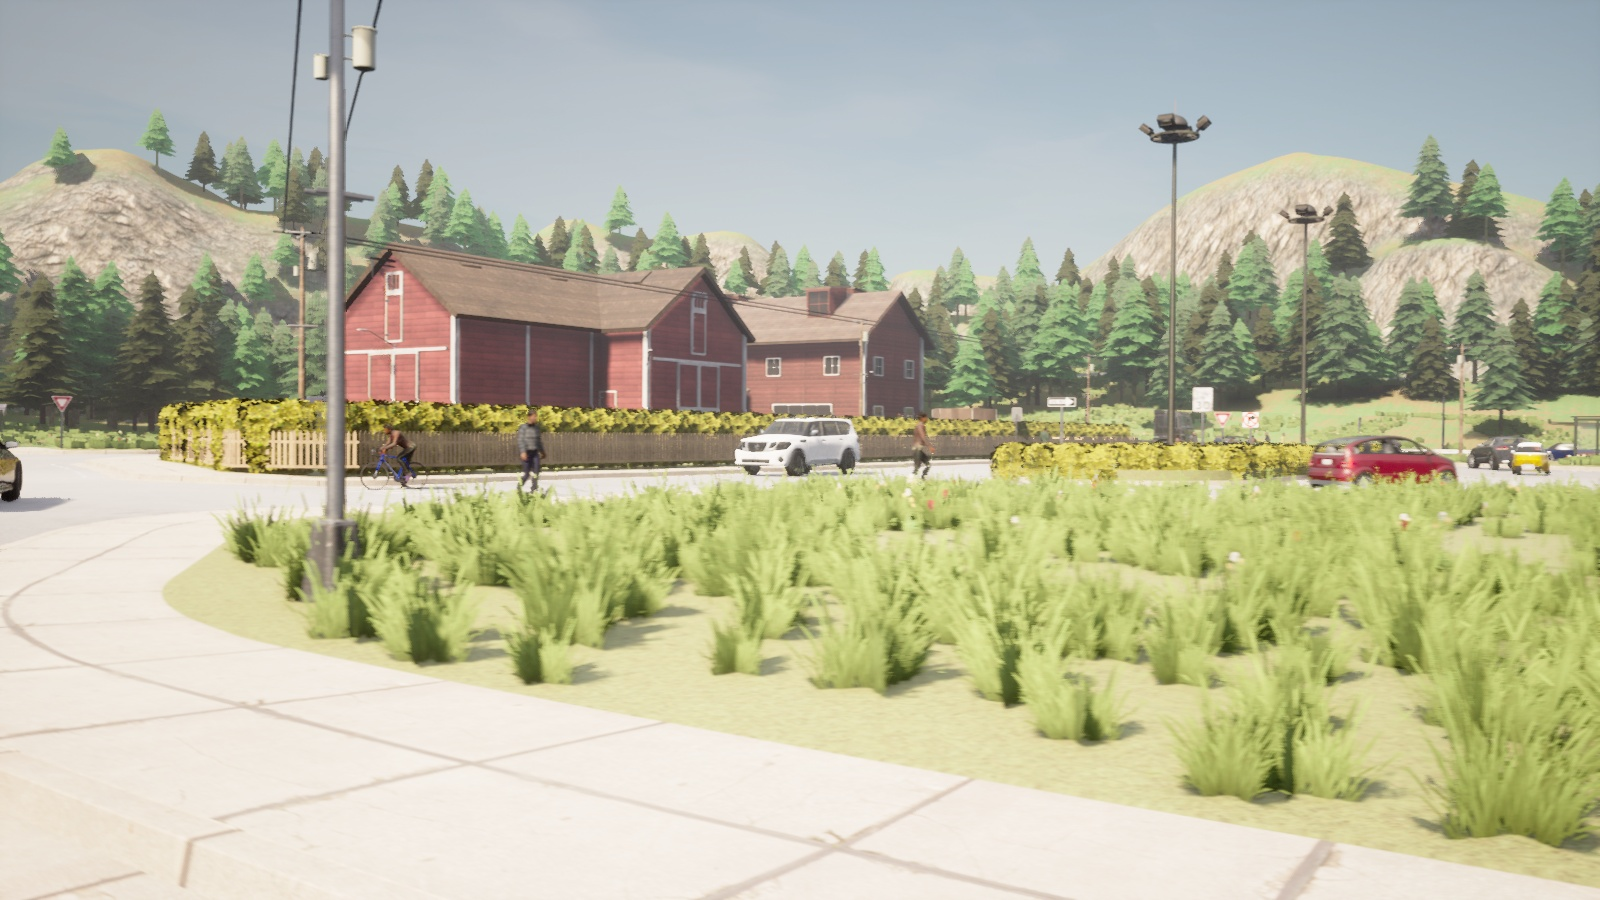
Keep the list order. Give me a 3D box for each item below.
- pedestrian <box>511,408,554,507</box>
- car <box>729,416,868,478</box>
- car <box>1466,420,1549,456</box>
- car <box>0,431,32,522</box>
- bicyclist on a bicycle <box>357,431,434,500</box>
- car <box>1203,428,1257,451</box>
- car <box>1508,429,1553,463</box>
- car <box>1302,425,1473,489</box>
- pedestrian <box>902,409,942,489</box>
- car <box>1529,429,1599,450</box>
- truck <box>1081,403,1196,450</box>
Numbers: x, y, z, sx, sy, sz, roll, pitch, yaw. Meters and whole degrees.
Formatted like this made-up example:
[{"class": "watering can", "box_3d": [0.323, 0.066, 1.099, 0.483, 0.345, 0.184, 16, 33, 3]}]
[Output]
[{"class": "pedestrian", "box_3d": [-5.356, 0.152, 25.133, 0.788, 1.949, 0.423, 0, 1, 41]}, {"class": "car", "box_3d": [0.045, -0.144, 44.057, 2.150, 2.045, 5.566, 0, 1, 34]}, {"class": "car", "box_3d": [34.037, -0.612, 60.563, 2.152, 1.651, 5.027, 0, 1, 13]}, {"class": "car", "box_3d": [-14.769, 0.439, 21.654, 2.007, 1.525, 4.514, -1, 1, -24]}, {"class": "bicyclist on a bicycle", "box_3d": [-9.826, 0.359, 30.533, 1.656, 1.620, 0.582, -1, 1, -35]}, {"class": "car", "box_3d": [30.430, -0.761, 88.882, 3.705, 1.549, 1.789, -1, 1, -35]}, {"class": "car", "box_3d": [30.496, -0.194, 52.416, 1.481, 1.376, 2.207, 0, 1, 33]}, {"class": "car", "box_3d": [15.029, 0.141, 32.170, 3.705, 1.549, 1.789, -1, 1, -17]}, {"class": "pedestrian", "box_3d": [2.761, -0.021, 28.393, 0.869, 1.805, 0.328, 0, 1, 3]}, {"class": "car", "box_3d": [49.117, -0.683, 79.733, 4.718, 1.301, 1.895, 0, 1, 34]}, {"class": "truck", "box_3d": [25.675, -1.767, 95.418, 7.936, 3.462, 2.891, 0, 1, 34]}]
